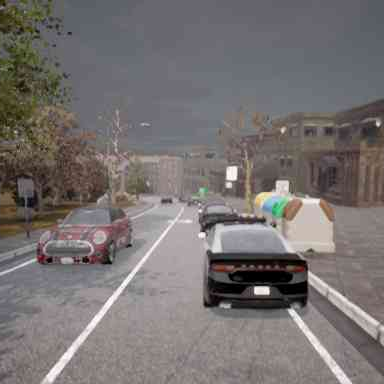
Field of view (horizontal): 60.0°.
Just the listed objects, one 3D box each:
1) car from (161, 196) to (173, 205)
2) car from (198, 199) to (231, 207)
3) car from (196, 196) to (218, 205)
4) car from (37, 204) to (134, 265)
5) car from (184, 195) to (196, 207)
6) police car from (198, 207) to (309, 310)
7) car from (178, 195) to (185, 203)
[{"bbox_3d":[-4.100,1.358,54.268,1.895,1.301,4.718,-1,0,-7],"label":"car"},{"bbox_3d":[1.390,1.389,17.927,1.882,1.535,5.008,0,0,1],"label":"car"},{"bbox_3d":[1.512,1.232,23.920,2.097,1.767,4.553,0,0,1],"label":"car"},{"bbox_3d":[-3.395,1.292,11.407,2.097,1.767,4.553,0,0,1],"label":"car"},{"bbox_3d":[0.294,1.275,46.842,1.812,1.442,4.674,-1,0,-5],"label":"car"},{"bbox_3d":[1.187,1.386,7.990,1.930,1.638,5.238,0,0,1],"label":"police car"},{"bbox_3d":[-1.251,1.241,60.168,1.994,1.385,4.181,-1,0,-11],"label":"car"}]
